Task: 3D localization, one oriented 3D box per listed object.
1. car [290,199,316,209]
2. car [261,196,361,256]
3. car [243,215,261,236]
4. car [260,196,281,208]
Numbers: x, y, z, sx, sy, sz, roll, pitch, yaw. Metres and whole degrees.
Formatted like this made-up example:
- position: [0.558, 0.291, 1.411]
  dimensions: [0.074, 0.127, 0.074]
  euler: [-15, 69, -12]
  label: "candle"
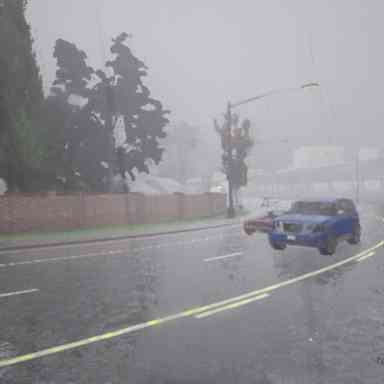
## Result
- position: [17.849, 1.918, 53.755]
  dimensions: [2.033, 1.411, 5.357]
  euler: [-1, -1, -3]
  label: "car"
- position: [5.307, 1.263, 13.860]
  dimensions: [2.150, 2.045, 5.566]
  euler: [0, 0, 41]
  label: "car"
- position: [4.671, 1.686, 18.572]
  dimensions: [1.895, 1.301, 4.718]
  euler: [-1, -1, 37]
  label: "car"
- position: [14.028, 1.721, 59.451]
  dimensions: [2.150, 2.045, 5.566]
  euler: [-1, -1, -3]
  label: "car"
